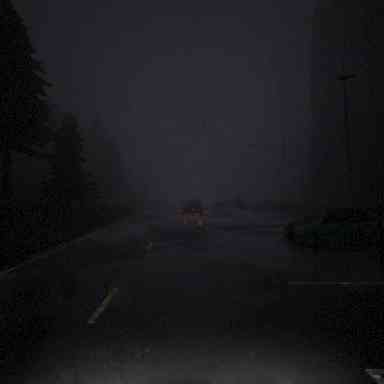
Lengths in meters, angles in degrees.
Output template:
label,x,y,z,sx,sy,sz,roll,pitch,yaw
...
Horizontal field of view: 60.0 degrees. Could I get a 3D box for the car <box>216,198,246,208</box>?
label,x,y,z,sx,sy,sz,roll,pitch,yaw
car,5.511,1.550,47.234,4.181,1.381,1.994,0,0,-1

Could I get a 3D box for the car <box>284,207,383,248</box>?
label,x,y,z,sx,sy,sz,roll,pitch,yaw
car,6.029,1.483,14.226,3.988,1.617,1.851,0,0,-1

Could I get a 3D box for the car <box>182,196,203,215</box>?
label,x,y,z,sx,sy,sz,roll,pitch,yaw
car,0.066,1.478,33.545,1.882,1.535,5.008,0,0,0
